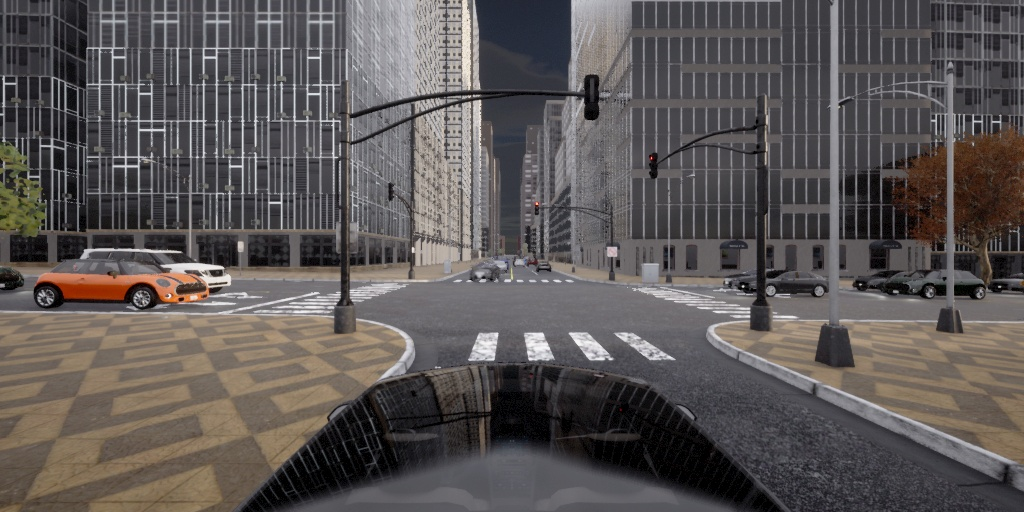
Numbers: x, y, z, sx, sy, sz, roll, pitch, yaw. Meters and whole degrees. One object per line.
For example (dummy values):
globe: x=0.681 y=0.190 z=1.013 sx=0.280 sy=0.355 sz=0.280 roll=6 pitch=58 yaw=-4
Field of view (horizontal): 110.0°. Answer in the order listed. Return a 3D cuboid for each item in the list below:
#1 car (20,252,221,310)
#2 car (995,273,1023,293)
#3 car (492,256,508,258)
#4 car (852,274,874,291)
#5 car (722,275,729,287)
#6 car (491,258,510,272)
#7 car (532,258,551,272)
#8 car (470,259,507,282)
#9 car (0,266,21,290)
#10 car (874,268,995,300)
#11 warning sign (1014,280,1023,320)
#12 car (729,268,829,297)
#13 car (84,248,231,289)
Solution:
car: x=-13.727 y=0.876 z=12.856 sx=4.553 sy=1.767 sz=2.097 roll=1 pitch=0 yaw=-3
car: x=36.439 y=1.933 z=25.108 sx=4.892 sy=1.490 sz=1.837 roll=1 pitch=0 yaw=-2
car: x=-1.550 y=0.981 z=55.827 sx=2.150 sy=2.045 sz=5.566 roll=0 pitch=0 yaw=0
car: x=26.281 y=1.751 z=24.651 sx=4.892 sy=1.490 sz=1.837 roll=1 pitch=0 yaw=-3
car: x=16.897 y=1.569 z=24.223 sx=4.902 sy=1.511 sz=2.128 roll=1 pitch=0 yaw=-3
car: x=-1.503 y=1.291 z=42.492 sx=1.812 sy=1.442 sz=4.674 roll=0 pitch=0 yaw=0
car: x=3.949 y=1.329 z=45.336 sx=1.948 sy=1.339 sz=4.313 roll=0 pitch=0 yaw=0
car: x=-2.074 y=1.262 z=29.459 sx=2.128 sy=1.511 sz=4.902 roll=0 pitch=0 yaw=9
car: x=-24.623 y=0.675 z=15.615 sx=4.553 sy=1.767 sz=2.097 roll=1 pitch=0 yaw=-3
car: x=24.979 y=1.576 z=21.337 sx=4.553 sy=1.767 sz=2.097 roll=1 pitch=0 yaw=-3
warning sign: x=17.279 y=1.204 z=11.527 sx=1.060 sy=1.860 sz=1.300 roll=0 pitch=0 yaw=-3
car: x=15.808 y=1.564 z=20.930 sx=4.892 sy=1.490 sz=1.837 roll=1 pitch=0 yaw=-4
car: x=-15.928 y=0.704 z=16.009 sx=5.566 sy=2.045 sz=2.150 roll=1 pitch=0 yaw=-3
